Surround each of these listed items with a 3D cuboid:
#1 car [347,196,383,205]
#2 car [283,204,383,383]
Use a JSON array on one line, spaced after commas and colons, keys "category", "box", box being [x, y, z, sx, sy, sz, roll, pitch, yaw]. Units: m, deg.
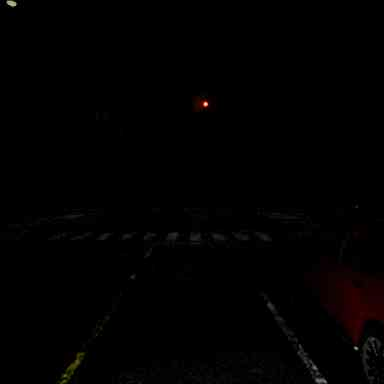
[{"category": "car", "box": [11.918, 1.034, 20.744, 4.553, 1.767, 2.097, 0, 0, 1]}, {"category": "car", "box": [2.840, 1.261, 4.736, 2.192, 1.841, 5.009, 1, 1, 0]}]
